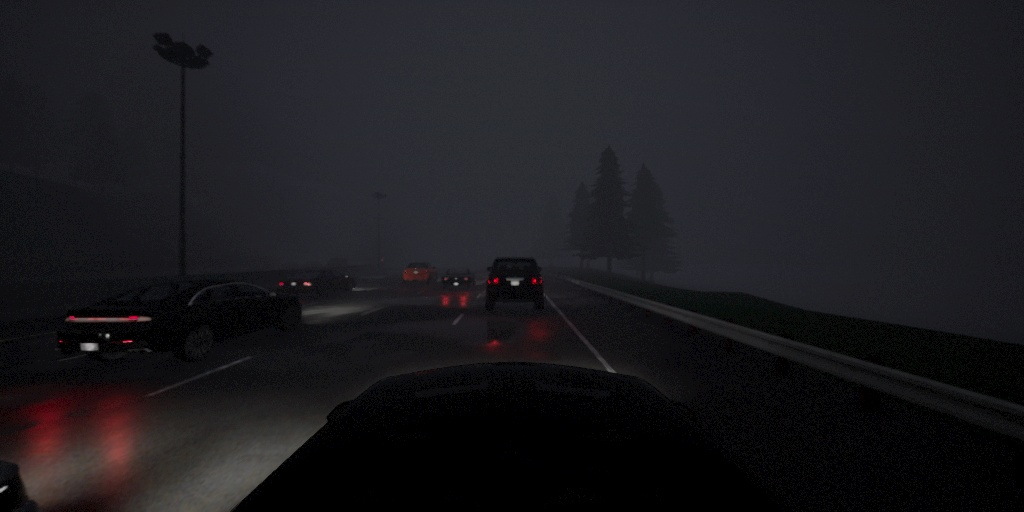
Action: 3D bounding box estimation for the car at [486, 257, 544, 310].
[{"bbox_3d":[0.104,1.050,15.301,2.150,2.045,5.566,0,0,0],"label":"car"}]

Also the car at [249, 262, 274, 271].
[{"bbox_3d":[-35.880,1.559,51.569,1.812,1.442,4.674,0,0,-14],"label":"car"}]

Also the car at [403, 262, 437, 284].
[{"bbox_3d":[-7.374,1.258,29.129,2.097,1.767,4.553,0,0,-4],"label":"car"}]

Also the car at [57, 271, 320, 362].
[{"bbox_3d":[-6.897,1.280,8.281,2.128,1.511,4.902,0,0,0],"label":"car"}]

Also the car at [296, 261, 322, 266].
[{"bbox_3d":[-28.664,1.511,51.443,1.882,1.535,5.008,0,0,-13],"label":"car"}]

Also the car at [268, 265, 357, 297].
[{"bbox_3d":[-10.433,1.399,19.581,2.033,1.411,5.357,0,0,-1],"label":"car"}]

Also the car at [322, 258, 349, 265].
[{"bbox_3d":[-25.104,1.253,51.705,2.150,2.045,5.566,0,0,-13],"label":"car"}]

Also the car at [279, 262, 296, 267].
[{"bbox_3d":[-32.550,1.565,52.661,1.812,1.442,4.674,0,0,-14],"label":"car"}]

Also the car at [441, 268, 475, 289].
[{"bbox_3d":[-3.594,1.482,24.702,1.895,1.301,4.718,0,0,-2],"label":"car"}]
